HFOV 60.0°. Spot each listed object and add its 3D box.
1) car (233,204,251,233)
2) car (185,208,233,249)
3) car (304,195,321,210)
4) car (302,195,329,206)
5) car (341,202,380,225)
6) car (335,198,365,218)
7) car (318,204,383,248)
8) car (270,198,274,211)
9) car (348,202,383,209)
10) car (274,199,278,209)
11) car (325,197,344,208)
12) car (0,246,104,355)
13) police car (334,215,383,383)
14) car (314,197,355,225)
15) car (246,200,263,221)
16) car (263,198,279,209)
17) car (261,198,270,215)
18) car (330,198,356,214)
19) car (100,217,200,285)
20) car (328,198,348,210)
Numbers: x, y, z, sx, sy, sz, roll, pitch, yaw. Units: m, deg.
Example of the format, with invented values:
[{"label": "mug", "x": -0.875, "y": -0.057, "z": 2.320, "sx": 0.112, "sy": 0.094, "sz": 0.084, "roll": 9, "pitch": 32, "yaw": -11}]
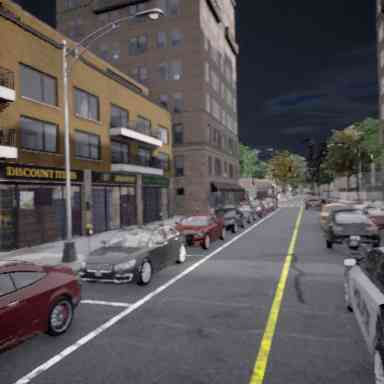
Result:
[{"label": "car", "x": 2.101, "y": 1.648, "z": 20.276, "sx": 1.947, "sy": 1.339, "sz": 4.313, "roll": -2, "pitch": 0, "yaw": 19}, {"label": "car", "x": 0.308, "y": 1.644, "z": 15.057, "sx": 1.887, "sy": 1.381, "sz": 4.507, "roll": -2, "pitch": 0, "yaw": 19}, {"label": "car", "x": 14.919, "y": 1.342, "z": 40.965, "sx": 2.128, "sy": 1.511, "sz": 4.902, "roll": -2, "pitch": 0, "yaw": 20}, {"label": "car", "x": 19.630, "y": 1.276, "z": 52.822, "sx": 5.008, "sy": 1.535, "sz": 1.882, "roll": -1, "pitch": -1, "yaw": -44}, {"label": "car", "x": 11.480, "y": 1.395, "z": 22.894, "sx": 1.802, "sy": 1.307, "sz": 4.206, "roll": -2, "pitch": 0, "yaw": 19}, {"label": "car", "x": 13.326, "y": 1.324, "z": 28.275, "sx": 1.752, "sy": 1.417, "sz": 4.829, "roll": -2, "pitch": 0, "yaw": 19}, {"label": "car", "x": 6.446, "y": 1.427, "z": 13.813, "sx": 1.812, "sy": 1.442, "sz": 4.674, "roll": -2, "pitch": 0, "yaw": 19}, {"label": "car", "x": 7.420, "y": 1.563, "z": 35.775, "sx": 1.752, "sy": 1.417, "sz": 4.829, "roll": -2, "pitch": 0, "yaw": 19}, {"label": "car", "x": 9.689, "y": 1.412, "z": 17.675, "sx": 1.802, "sy": 1.307, "sz": 4.206, "roll": -2, "pitch": 0, "yaw": 19}, {"label": "car", "x": 9.265, "y": 1.464, "z": 41.156, "sx": 1.967, "sy": 1.590, "sz": 4.097, "roll": -2, "pitch": 0, "yaw": 19}, {"label": "car", "x": 18.648, "y": 1.324, "z": 43.771, "sx": 1.947, "sy": 1.339, "sz": 4.313, "roll": -2, "pitch": 0, "yaw": 19}, {"label": "car", "x": -3.275, "y": 1.717, "z": 4.617, "sx": 1.802, "sy": 1.307, "sz": 4.206, "roll": -2, "pitch": 0, "yaw": 19}, {"label": "police car", "x": 3.231, "y": 1.358, "z": 4.459, "sx": 1.930, "sy": 1.638, "sz": 5.238, "roll": -2, "pitch": 0, "yaw": 19}, {"label": "car", "x": 8.453, "y": 1.338, "z": 19.668, "sx": 1.801, "sy": 1.575, "sz": 5.366, "roll": -2, "pitch": 0, "yaw": 19}, {"label": "car", "x": 3.892, "y": 1.617, "z": 25.496, "sx": 2.008, "sy": 1.369, "sz": 4.403, "roll": -2, "pitch": 0, "yaw": 19}, {"label": "car", "x": 11.061, "y": 1.593, "z": 46.375, "sx": 1.802, "sy": 1.307, "sz": 4.206, "roll": -2, "pitch": 0, "yaw": 19}, {"label": "car", "x": 5.681, "y": 1.491, "z": 30.716, "sx": 1.967, "sy": 1.590, "sz": 4.097, "roll": -2, "pitch": 0, "yaw": 19}, {"label": "car", "x": 15.063, "y": 1.330, "z": 33.333, "sx": 1.887, "sy": 1.381, "sz": 4.507, "roll": -2, "pitch": 0, "yaw": 19}, {"label": "car", "x": -1.483, "y": 1.668, "z": 9.837, "sx": 2.008, "sy": 1.369, "sz": 4.403, "roll": -2, "pitch": 0, "yaw": 19}, {"label": "car", "x": 16.856, "y": 1.353, "z": 38.551, "sx": 1.802, "sy": 1.307, "sz": 4.206, "roll": -2, "pitch": 0, "yaw": 19}]
